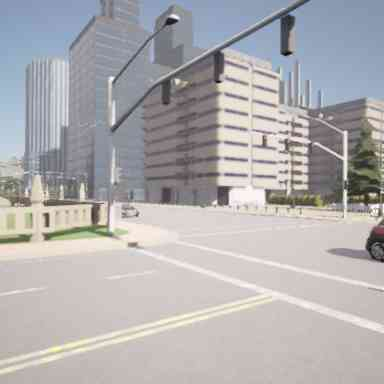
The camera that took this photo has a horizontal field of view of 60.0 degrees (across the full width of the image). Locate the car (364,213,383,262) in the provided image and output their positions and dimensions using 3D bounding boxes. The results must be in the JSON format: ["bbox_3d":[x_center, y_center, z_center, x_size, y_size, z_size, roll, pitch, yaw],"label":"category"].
[{"bbox_3d":[8.007,1.447,10.343,2.097,1.767,4.553,1,0,-34],"label":"car"}]

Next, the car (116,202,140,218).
[{"bbox_3d":[-6.650,1.643,31.399,1.812,1.442,4.674,1,0,-36],"label":"car"}]

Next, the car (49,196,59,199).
[{"bbox_3d":[-21.240,1.438,51.807,2.097,1.767,4.553,1,0,-36],"label":"car"}]
